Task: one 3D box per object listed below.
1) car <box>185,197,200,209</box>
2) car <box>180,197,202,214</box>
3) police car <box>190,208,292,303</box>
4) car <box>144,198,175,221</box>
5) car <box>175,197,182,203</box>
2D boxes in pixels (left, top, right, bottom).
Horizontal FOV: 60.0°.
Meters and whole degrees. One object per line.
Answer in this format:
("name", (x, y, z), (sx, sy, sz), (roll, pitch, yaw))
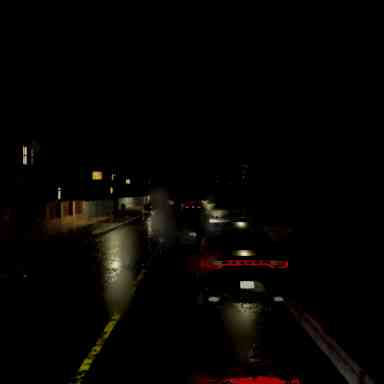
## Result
("car", (0.090, 1.500, 45.744), (1.837, 1.490, 4.892), (0, 0, 1))
("car", (0.120, 1.545, 35.397), (2.033, 1.411, 5.357), (0, 0, 0))
("police car", (0.972, 1.425, 8.421), (1.930, 1.638, 5.238), (0, 0, 0))
("car", (-2.812, 1.491, 27.677), (2.128, 1.511, 4.902), (0, 0, 0))
("car", (-2.659, 1.588, 65.389), (1.895, 1.301, 4.718), (0, 0, 0))
